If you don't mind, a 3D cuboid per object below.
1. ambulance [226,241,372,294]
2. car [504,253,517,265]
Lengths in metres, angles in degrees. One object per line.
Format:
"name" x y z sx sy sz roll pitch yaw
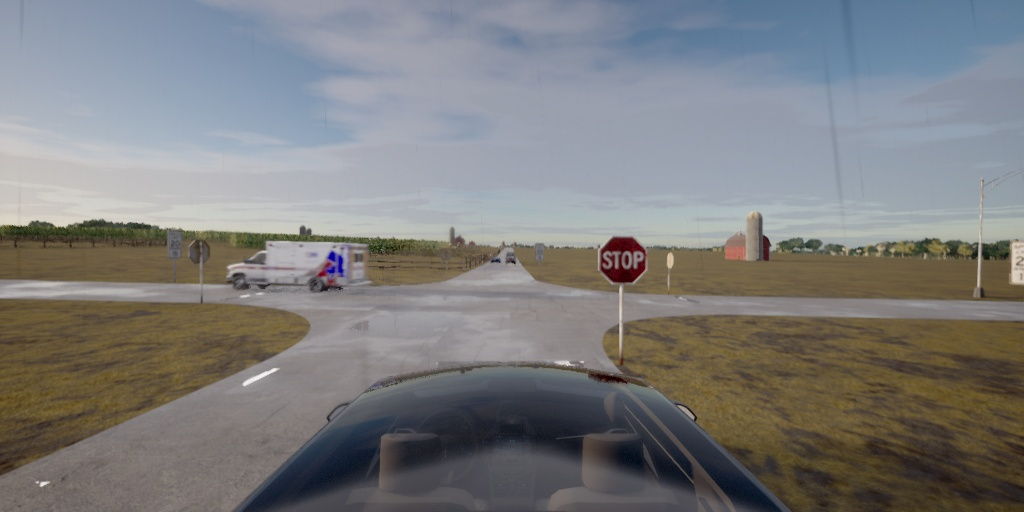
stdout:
"ambulance" -10.604 0.530 18.059 6.366 2.431 2.351 1 0 0
"car" -0.247 0.754 61.347 1.837 1.490 4.892 0 1 0
